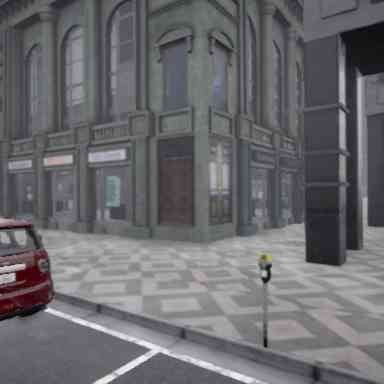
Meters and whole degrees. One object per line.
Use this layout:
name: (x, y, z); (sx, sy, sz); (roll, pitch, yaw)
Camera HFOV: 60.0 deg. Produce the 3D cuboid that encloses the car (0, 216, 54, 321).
car: (-4.677, 1.383, 6.291); (5.009, 1.841, 2.192); (-1, 0, 35)
